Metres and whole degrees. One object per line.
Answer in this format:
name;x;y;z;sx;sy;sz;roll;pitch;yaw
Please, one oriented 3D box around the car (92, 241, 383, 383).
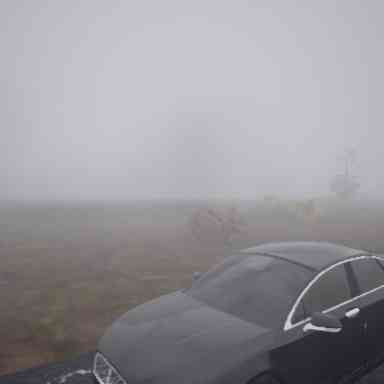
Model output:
car;1.232;1.485;4.256;4.892;1.490;1.837;0;0;-35
